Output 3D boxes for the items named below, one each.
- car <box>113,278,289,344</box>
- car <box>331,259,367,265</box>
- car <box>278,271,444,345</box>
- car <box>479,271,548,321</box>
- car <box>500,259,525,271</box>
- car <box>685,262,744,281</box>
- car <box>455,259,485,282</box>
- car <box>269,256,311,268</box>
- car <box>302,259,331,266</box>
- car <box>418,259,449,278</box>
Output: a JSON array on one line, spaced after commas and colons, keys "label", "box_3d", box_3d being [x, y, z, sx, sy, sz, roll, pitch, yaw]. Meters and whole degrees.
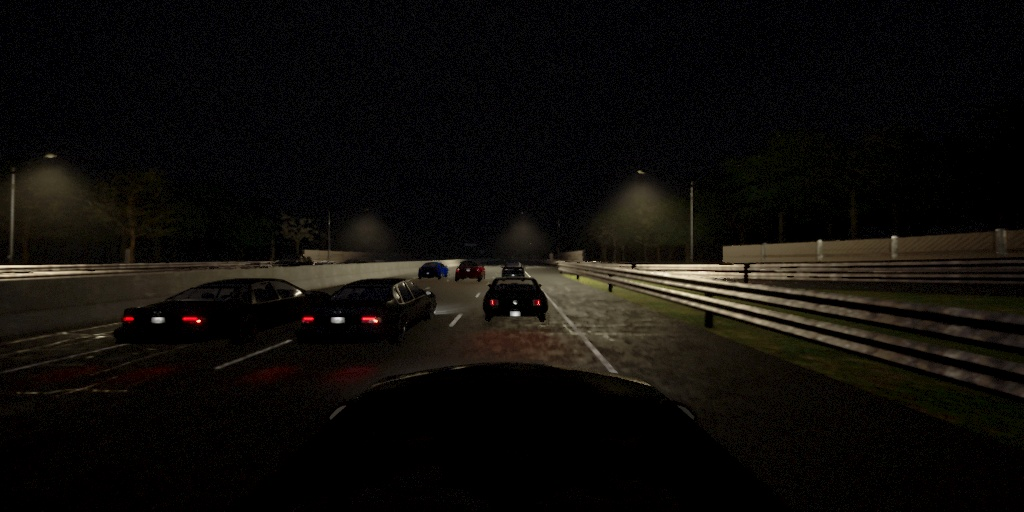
[{"label": "car", "box_3d": [-6.900, 1.302, 9.499, 2.033, 1.411, 5.357, 0, 0, 0]}, {"label": "car", "box_3d": [-17.514, 1.171, 39.512, 2.097, 1.767, 4.553, 0, 0, 0]}, {"label": "car", "box_3d": [-3.400, 1.302, 9.506, 2.033, 1.411, 5.357, 0, 0, 0]}, {"label": "car", "box_3d": [0.099, 1.359, 12.422, 1.895, 1.301, 4.718, 0, 0, 0]}, {"label": "car", "box_3d": [0.096, 1.283, 30.150, 2.128, 1.511, 4.902, 0, 0, 0]}, {"label": "car", "box_3d": [17.100, 1.303, 30.453, 1.882, 1.535, 5.008, 1, -1, -21]}, {"label": "car", "box_3d": [-3.403, 1.143, 29.925, 2.097, 1.767, 4.553, 0, 0, 0]}, {"label": "car", "box_3d": [-24.506, 1.029, 40.130, 2.150, 2.045, 5.566, 0, 0, 0]}, {"label": "car", "box_3d": [-21.006, 1.359, 40.227, 1.812, 1.442, 4.674, 0, 0, 0]}, {"label": "car", "box_3d": [-6.904, 1.273, 31.883, 1.882, 1.535, 5.008, 0, 0, 0]}]
